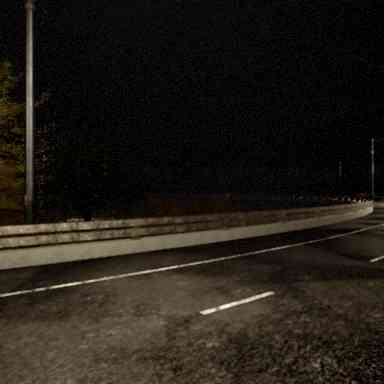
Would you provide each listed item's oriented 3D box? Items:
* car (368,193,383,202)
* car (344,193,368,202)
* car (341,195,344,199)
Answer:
[{"bbox_3d":[43.862,1.403,81.721,2.150,2.045,5.566,0,0,3],"label":"car"},{"bbox_3d":[40.351,1.399,81.839,2.150,2.045,5.566,0,0,3],"label":"car"},{"bbox_3d":[40.647,1.551,85.430,2.097,1.767,4.553,0,0,3],"label":"car"}]
